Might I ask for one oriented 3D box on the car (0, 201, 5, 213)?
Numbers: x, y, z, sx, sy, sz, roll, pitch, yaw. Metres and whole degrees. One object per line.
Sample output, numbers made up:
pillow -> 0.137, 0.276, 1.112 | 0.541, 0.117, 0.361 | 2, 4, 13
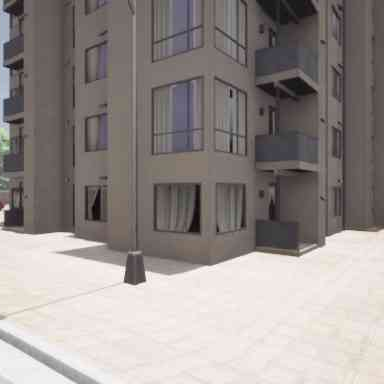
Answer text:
car -> -21.756, 1.210, 33.842 | 2.150, 2.045, 5.566 | 0, 0, 9
